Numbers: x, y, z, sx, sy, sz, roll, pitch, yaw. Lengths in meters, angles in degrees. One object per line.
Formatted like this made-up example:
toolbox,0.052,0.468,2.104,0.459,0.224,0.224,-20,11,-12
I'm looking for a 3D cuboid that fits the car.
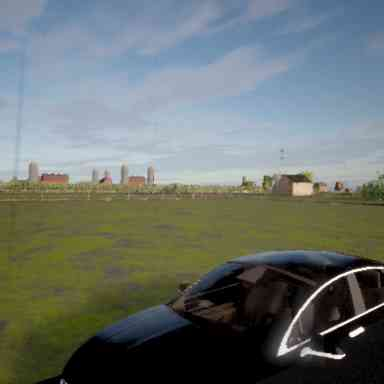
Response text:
car,1.064,1.514,3.825,4.892,1.490,1.837,0,0,-35
